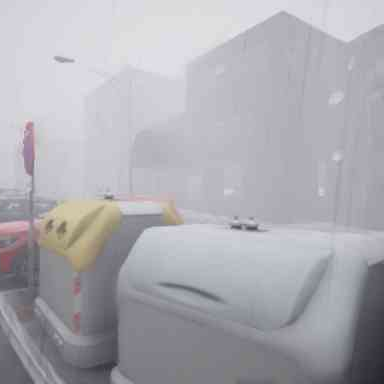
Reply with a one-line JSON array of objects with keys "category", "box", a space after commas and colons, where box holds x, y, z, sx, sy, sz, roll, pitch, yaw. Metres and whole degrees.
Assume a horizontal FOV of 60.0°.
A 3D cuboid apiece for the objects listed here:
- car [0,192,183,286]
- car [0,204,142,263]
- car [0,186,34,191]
[{"category": "car", "box": [-2.810, 1.133, 9.541, 5.566, 2.045, 2.435, 1, 1, -37]}, {"category": "car", "box": [-4.557, 1.300, 11.920, 5.008, 1.535, 2.097, 1, 2, -37]}, {"category": "car", "box": [-13.286, 0.548, 23.584, 4.553, 1.767, 2.185, 1, 2, -37]}]
